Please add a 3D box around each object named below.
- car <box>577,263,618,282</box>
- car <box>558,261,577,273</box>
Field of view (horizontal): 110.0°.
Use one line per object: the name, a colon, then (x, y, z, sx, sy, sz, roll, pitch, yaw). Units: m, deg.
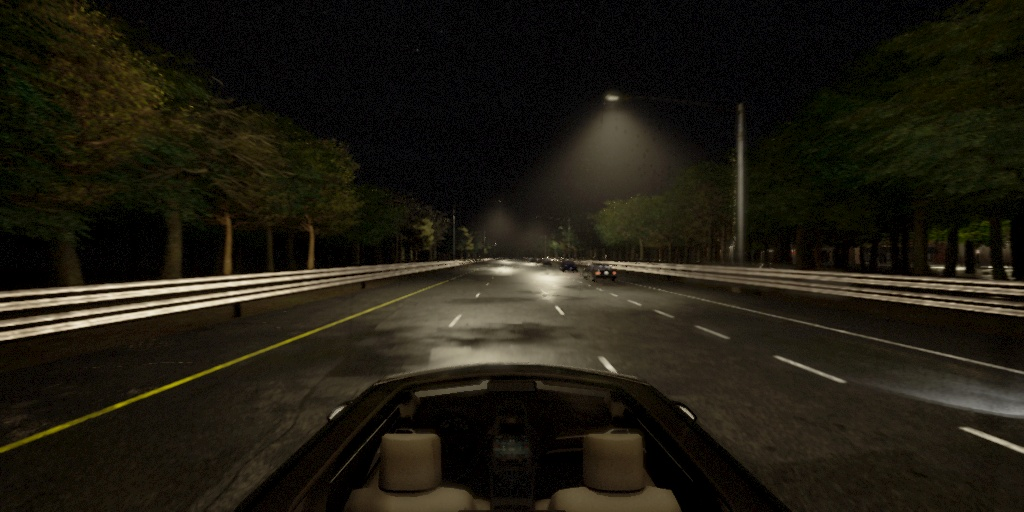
car: (7.002, 1.309, 29.083, 2.033, 1.411, 5.357, 0, 0, 0)
car: (7.018, 1.307, 45.016, 1.812, 1.442, 4.674, 0, 0, 0)
